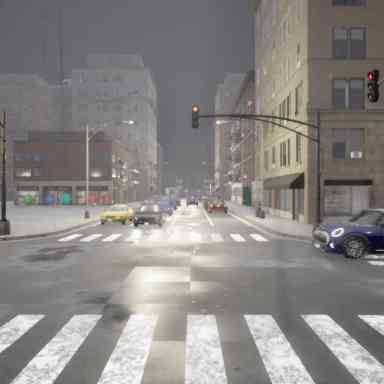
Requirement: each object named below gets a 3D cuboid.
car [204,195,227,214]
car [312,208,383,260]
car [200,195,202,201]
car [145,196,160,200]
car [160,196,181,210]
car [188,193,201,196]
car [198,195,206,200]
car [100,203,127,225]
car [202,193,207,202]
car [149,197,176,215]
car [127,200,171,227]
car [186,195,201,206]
[{"bbox_3d":[2.676,1.441,35.651,1.967,1.590,4.097,0,0,0],"label":"car"},{"bbox_3d":[6.835,1.387,12.101,4.553,1.767,2.097,0,0,0],"label":"car"},{"bbox_3d":[2.694,1.528,52.807,1.752,1.417,4.829,0,0,0],"label":"car"},{"bbox_3d":[-5.343,1.552,41.323,2.008,1.369,4.403,0,0,0],"label":"car"},{"bbox_3d":[-2.742,1.549,42.031,2.033,1.411,5.357,0,0,1],"label":"car"},{"bbox_3d":[0.069,1.225,64.448,2.150,2.045,5.566,0,0,0],"label":"car"},{"bbox_3d":[2.737,1.575,92.271,1.947,1.339,4.313,0,0,0],"label":"car"},{"bbox_3d":[-5.361,1.526,24.167,1.752,1.417,4.829,0,0,0],"label":"car"},{"bbox_3d":[2.682,1.317,41.314,2.192,1.841,5.009,0,0,0],"label":"car"},{"bbox_3d":[-2.802,1.527,32.295,1.812,1.442,4.674,0,0,0],"label":"car"},{"bbox_3d":[-2.809,1.548,22.990,2.033,1.411,5.357,0,0,-1],"label":"car"},{"bbox_3d":[0.058,1.604,54.146,1.895,1.301,4.718,0,0,0],"label":"car"}]
